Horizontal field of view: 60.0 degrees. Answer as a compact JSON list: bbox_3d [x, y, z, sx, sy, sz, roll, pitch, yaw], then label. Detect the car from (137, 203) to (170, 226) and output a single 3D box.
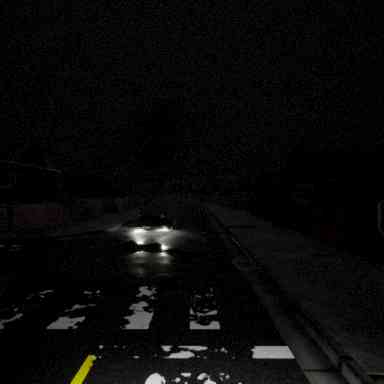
[{"bbox_3d":[-2.644,1.513,23.647,1.882,1.535,5.008,0,0,0],"label":"car"}]
